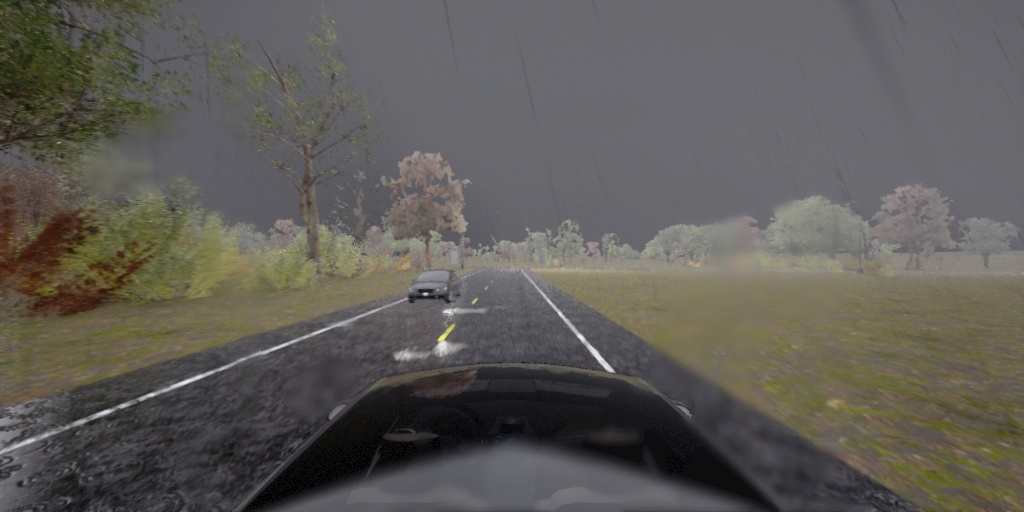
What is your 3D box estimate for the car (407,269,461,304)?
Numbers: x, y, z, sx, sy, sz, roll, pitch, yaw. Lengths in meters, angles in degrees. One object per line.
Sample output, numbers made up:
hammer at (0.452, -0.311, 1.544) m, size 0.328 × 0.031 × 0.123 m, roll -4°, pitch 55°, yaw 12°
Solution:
car at (-3.600, 1.393, 17.353) m, size 1.837 × 1.490 × 4.892 m, roll 0°, pitch -1°, yaw 0°
